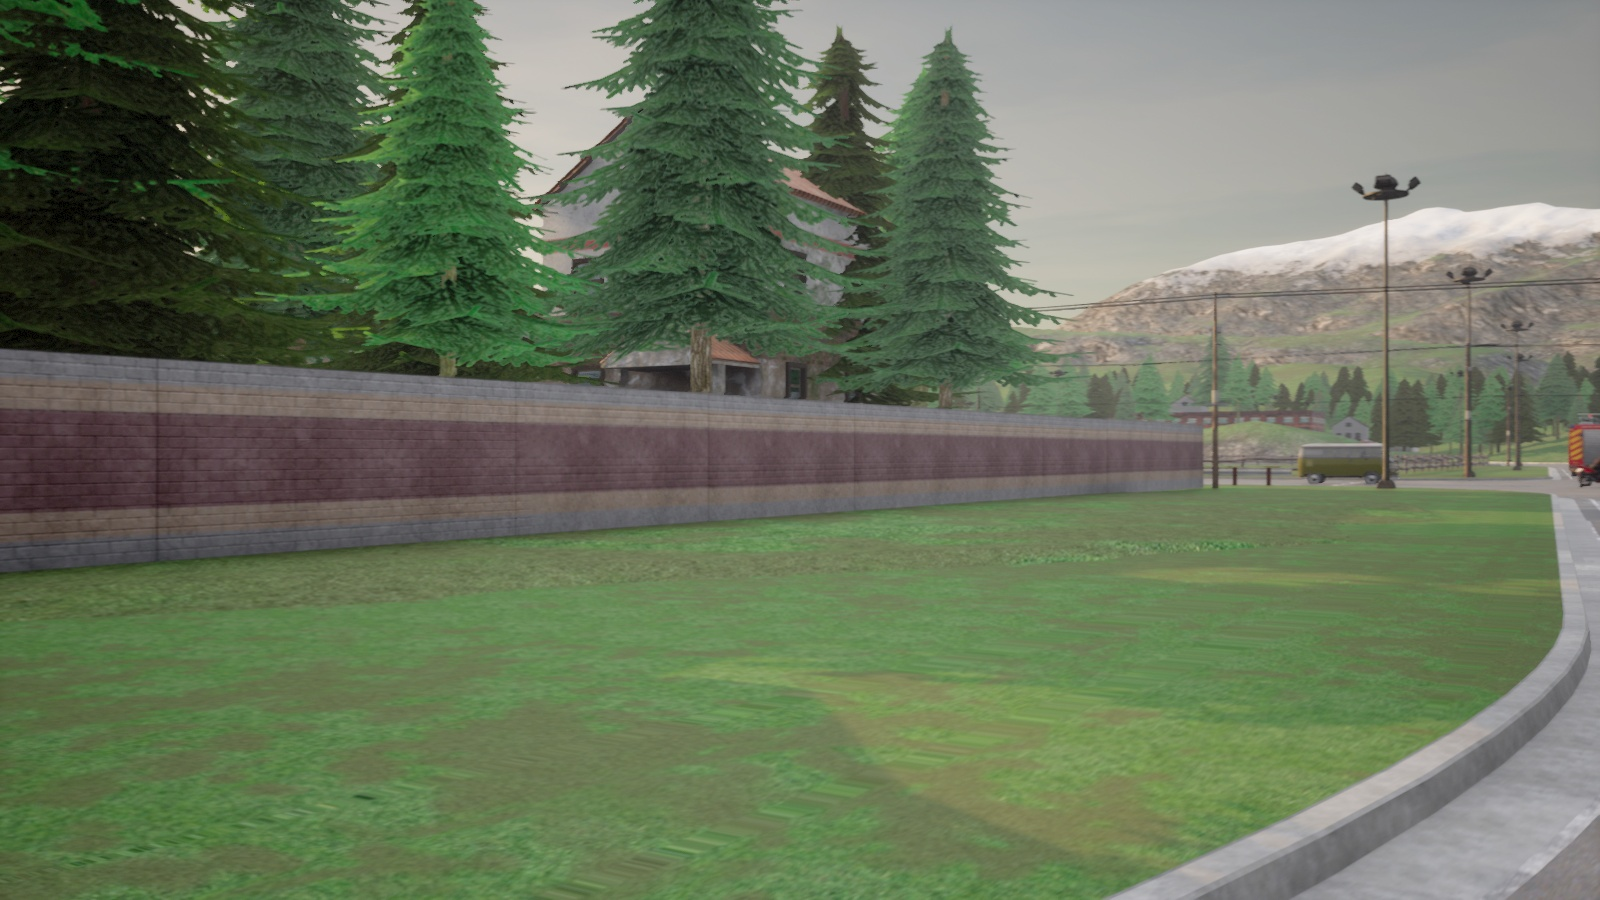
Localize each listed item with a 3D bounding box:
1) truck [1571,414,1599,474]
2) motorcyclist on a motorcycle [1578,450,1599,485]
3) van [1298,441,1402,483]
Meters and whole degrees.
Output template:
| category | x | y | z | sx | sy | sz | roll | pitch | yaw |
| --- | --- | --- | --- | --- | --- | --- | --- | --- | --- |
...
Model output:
| category | x | y | z | sx | sy | sz | roll | pitch | yaw |
| --- | --- | --- | --- | --- | --- | --- | --- | --- | --- |
| truck | 52.902 | -0.379 | 82.766 | 2.891 | 3.827 | 8.468 | 0 | 0 | 36 |
| motorcyclist on a motorcycle | 35.340 | 0.753 | 54.956 | 2.044 | 1.523 | 0.797 | 0 | -2 | 0 |
| van | 26.579 | 0.574 | 60.697 | 4.442 | 1.987 | 1.775 | 0 | 0 | 29 |
